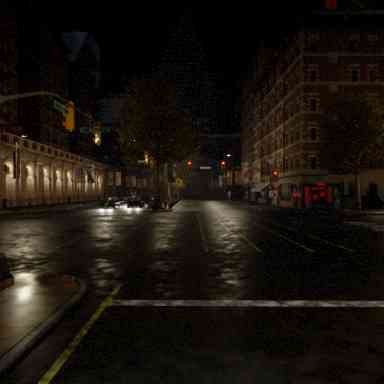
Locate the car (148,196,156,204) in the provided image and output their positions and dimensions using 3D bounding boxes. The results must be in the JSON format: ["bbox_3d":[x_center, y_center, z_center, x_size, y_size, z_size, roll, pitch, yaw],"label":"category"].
[{"bbox_3d":[-7.964,1.505,57.805,1.837,1.490,4.892,0,0,0],"label":"car"}]

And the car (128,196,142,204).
[{"bbox_3d":[-11.458,1.491,67.318,2.128,1.511,4.902,0,0,0],"label":"car"}]

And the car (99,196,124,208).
[{"bbox_3d":[-11.491,1.491,47.250,2.128,1.511,4.902,0,0,0],"label":"car"}]

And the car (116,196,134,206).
[{"bbox_3d":[-11.465,1.491,57.242,2.128,1.511,4.902,0,0,0],"label":"car"}]

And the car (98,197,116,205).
[{"bbox_3d":[-14.714,1.595,57.804,1.895,1.301,4.718,0,0,0],"label":"car"}]

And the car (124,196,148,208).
[{"bbox_3d":[-7.990,1.564,47.620,1.994,1.385,4.181,0,0,1],"label":"car"}]

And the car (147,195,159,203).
[{"bbox_3d":[-7.958,1.477,68.146,1.882,1.535,5.008,0,0,0],"label":"car"}]
